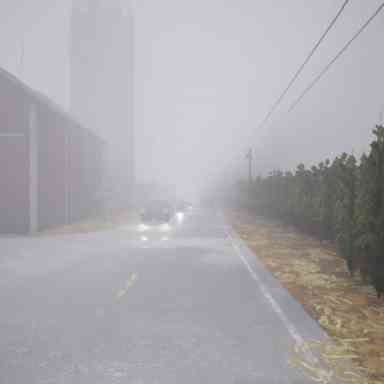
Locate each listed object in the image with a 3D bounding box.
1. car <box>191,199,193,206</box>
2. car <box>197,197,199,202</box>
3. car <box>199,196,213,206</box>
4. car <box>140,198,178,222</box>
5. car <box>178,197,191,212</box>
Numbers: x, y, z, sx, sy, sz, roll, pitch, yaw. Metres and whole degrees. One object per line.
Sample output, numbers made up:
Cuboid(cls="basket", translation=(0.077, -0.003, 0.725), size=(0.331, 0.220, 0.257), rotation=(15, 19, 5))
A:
Cuboid(cls="car", translation=(-0.875, 1.521, 53.676), size=(1.812, 1.442, 4.674), rotation=(0, 0, 3))
Cuboid(cls="car", translation=(2.196, 1.484, 69.719), size=(2.128, 1.511, 4.902), rotation=(0, 0, -4))
Cuboid(cls="car", translation=(2.532, 1.473, 55.079), size=(1.882, 1.535, 5.008), rotation=(0, 0, 1))
Cuboid(cls="car", translation=(-2.597, 1.351, 25.803), size=(2.097, 1.767, 4.553), rotation=(0, 0, 3))
Cuboid(cls="car", translation=(-1.733, 1.489, 39.600), size=(2.128, 1.511, 4.902), rotation=(0, 0, 4))
